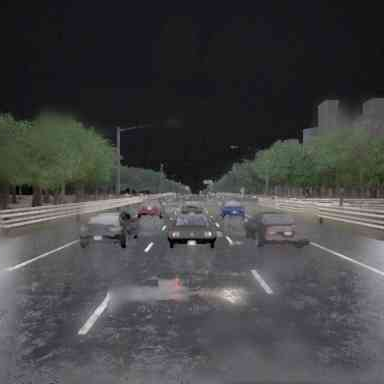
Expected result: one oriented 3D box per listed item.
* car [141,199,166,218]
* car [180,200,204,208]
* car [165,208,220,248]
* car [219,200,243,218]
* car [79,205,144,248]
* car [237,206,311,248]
[{"bbox_3d":[-3.500,1.362,29.620,2.097,1.767,4.553,0,0,0],"label":"car"},{"bbox_3d":[0.000,1.512,29.650,1.837,1.490,4.892,0,0,0],"label":"car"},{"bbox_3d":[0.000,1.616,14.680,1.895,1.301,4.718,0,0,0],"label":"car"},{"bbox_3d":[3.500,1.481,29.649,1.882,1.535,5.008,0,0,0],"label":"car"},{"bbox_3d":[-3.500,1.533,14.650,1.812,1.442,4.674,0,0,0],"label":"car"},{"bbox_3d":[3.500,1.563,14.650,2.033,1.411,5.357,0,0,0],"label":"car"}]
